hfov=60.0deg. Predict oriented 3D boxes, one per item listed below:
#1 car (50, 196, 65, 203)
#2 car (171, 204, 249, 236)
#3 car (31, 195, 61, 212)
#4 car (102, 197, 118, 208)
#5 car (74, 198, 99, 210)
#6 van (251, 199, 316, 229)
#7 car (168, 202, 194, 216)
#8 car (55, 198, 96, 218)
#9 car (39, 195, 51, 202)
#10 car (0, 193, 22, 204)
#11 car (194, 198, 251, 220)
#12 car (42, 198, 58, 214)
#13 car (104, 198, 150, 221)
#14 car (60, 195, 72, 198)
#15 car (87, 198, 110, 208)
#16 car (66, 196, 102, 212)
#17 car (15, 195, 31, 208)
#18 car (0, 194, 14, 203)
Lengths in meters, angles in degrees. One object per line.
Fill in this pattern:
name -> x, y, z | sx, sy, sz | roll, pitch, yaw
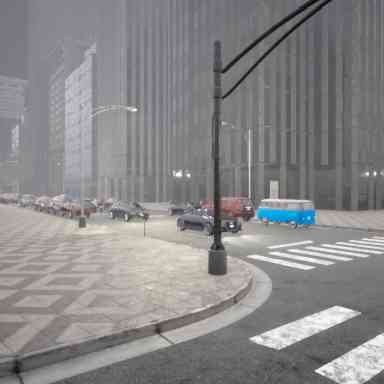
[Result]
car -> -27.305, 1.512, 67.599 | 1.752, 1.417, 4.829 | 0, 0, -36
car -> 0.903, 1.600, 18.956 | 1.994, 1.385, 4.181 | 0, 0, -36
car -> -17.448, 1.461, 39.687 | 1.967, 1.590, 4.097 | 0, 0, -36
car -> -10.552, 1.464, 44.701 | 1.967, 1.590, 4.097 | 0, 0, -36
car -> -14.425, 1.547, 45.241 | 1.812, 1.442, 4.674 | 0, 0, -36
van -> 6.100, 1.379, 21.943 | 1.690, 1.788, 3.998 | 0, 0, -36
car -> -0.561, 1.600, 31.047 | 1.947, 1.339, 4.313 | 0, 0, -36
car -> -10.787, 1.572, 30.584 | 1.887, 1.381, 4.507 | 0, 0, -36
car -> -33.981, 1.483, 76.733 | 1.752, 1.417, 4.829 | 0, 0, -35
car -> -34.097, 1.299, 62.443 | 2.192, 1.841, 5.009 | 0, 0, -36
car -> 2.769, 1.352, 26.495 | 2.192, 1.841, 5.009 | 0, 0, -36
car -> -14.117, 1.606, 35.135 | 1.802, 1.307, 4.206 | 0, 0, -36
car -> -5.218, 1.537, 27.322 | 1.837, 1.490, 4.892 | 0, 0, -36
car -> -20.436, 1.576, 53.368 | 1.994, 1.385, 4.181 | 0, 0, -36
car -> -13.884, 1.602, 49.254 | 1.802, 1.307, 4.206 | 0, 0, -36
car -> -11.983, 1.531, 36.593 | 1.837, 1.490, 4.892 | 0, 0, -36
car -> -24.108, 1.563, 48.789 | 2.008, 1.369, 4.403 | 0, 0, -36
car -> -37.428, 1.286, 66.995 | 2.192, 1.841, 5.009 | 0, 0, -36
